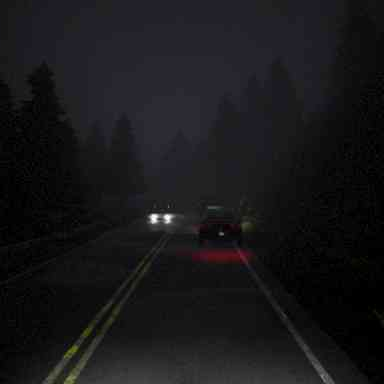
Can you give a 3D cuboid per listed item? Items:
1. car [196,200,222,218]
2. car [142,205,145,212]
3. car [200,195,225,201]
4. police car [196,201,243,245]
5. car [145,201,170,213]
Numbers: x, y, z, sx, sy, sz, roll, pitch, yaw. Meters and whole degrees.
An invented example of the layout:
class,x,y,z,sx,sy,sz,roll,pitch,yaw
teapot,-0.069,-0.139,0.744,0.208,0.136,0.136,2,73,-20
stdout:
class,x,y,z,sx,sy,sz,roll,pitch,yaw
car,1.518,1.552,31.875,1.837,1.490,4.892,0,0,-4
car,-6.807,2.605,51.853,1.994,1.385,4.181,4,-7,-39
car,1.546,1.244,25.618,2.150,2.045,5.566,0,0,2
police car,1.238,1.435,15.661,1.930,1.638,5.238,0,0,2
car,-3.684,1.653,36.880,1.895,1.301,4.718,1,-1,-14
